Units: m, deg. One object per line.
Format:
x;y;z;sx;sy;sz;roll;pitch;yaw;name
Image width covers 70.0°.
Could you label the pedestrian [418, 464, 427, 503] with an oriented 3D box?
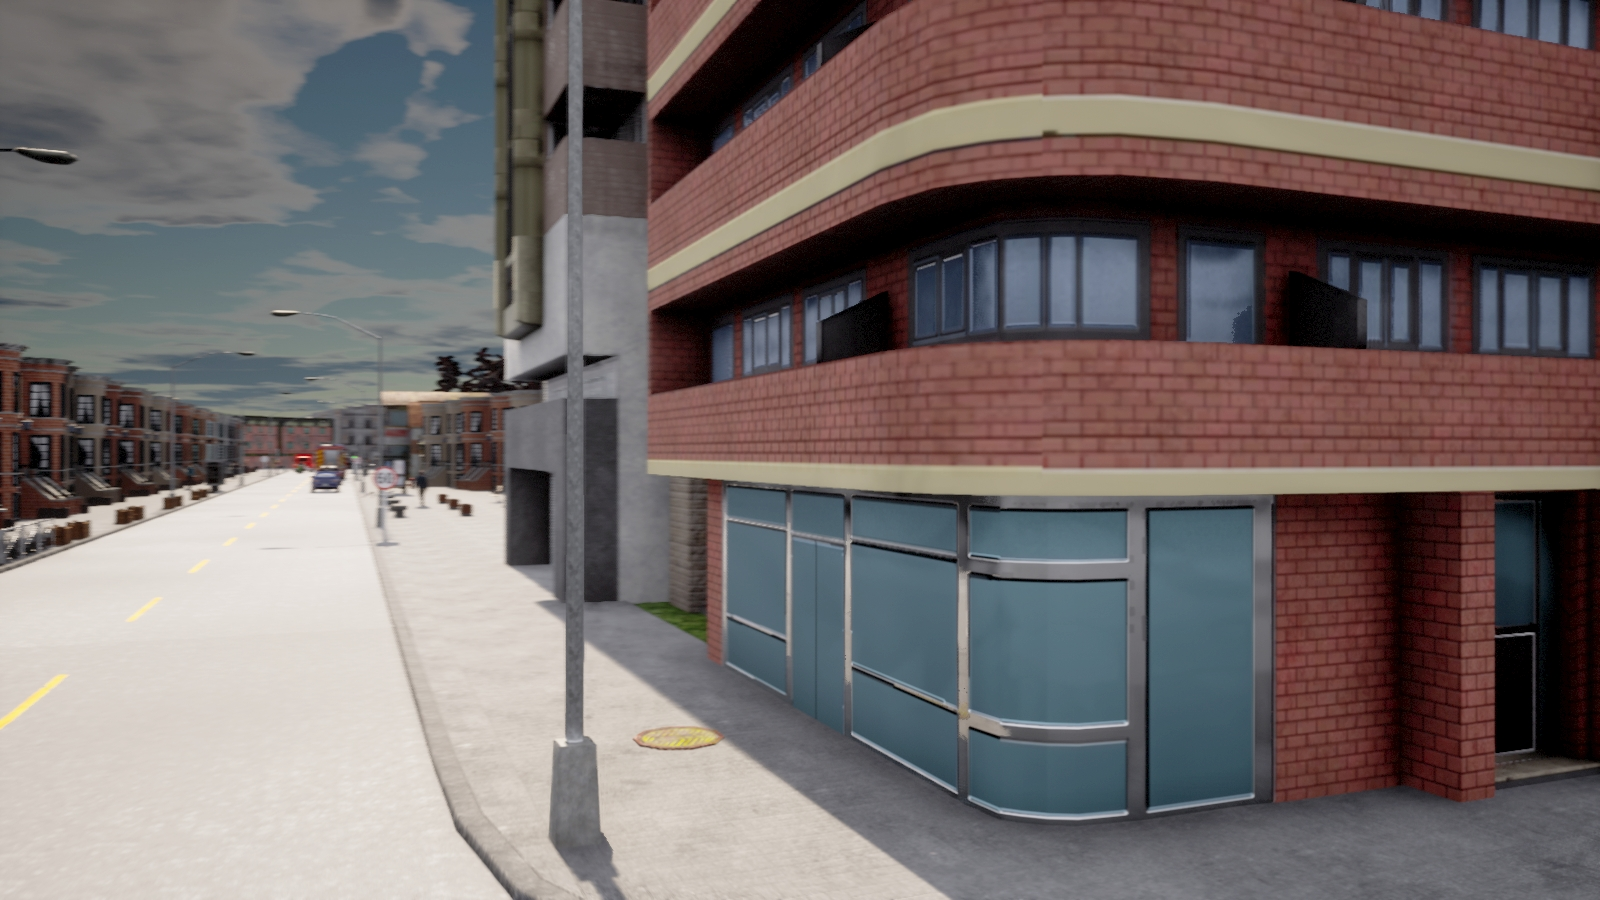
-18.444;1.625;55.756;0.375;1.860;0.375;0;0;-25;pedestrian
